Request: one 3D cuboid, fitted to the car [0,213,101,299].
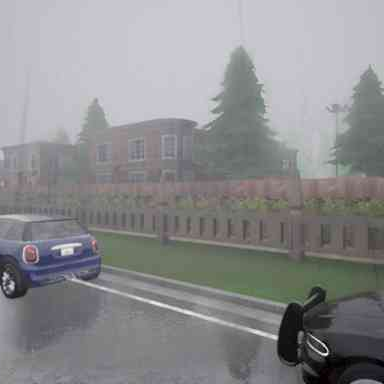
[{"bbox_3d":[-4.451,1.346,8.712,4.553,1.767,2.097,0,0,38],"label":"car"}]

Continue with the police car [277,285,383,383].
[{"bbox_3d":[3.331,1.426,2.658,5.238,1.638,1.930,0,0,38],"label":"police car"}]
